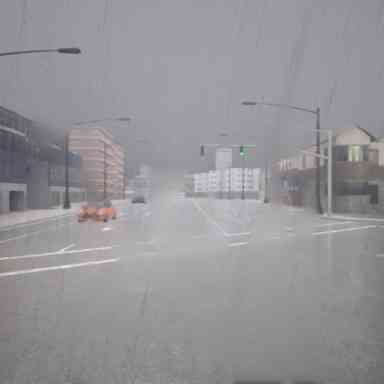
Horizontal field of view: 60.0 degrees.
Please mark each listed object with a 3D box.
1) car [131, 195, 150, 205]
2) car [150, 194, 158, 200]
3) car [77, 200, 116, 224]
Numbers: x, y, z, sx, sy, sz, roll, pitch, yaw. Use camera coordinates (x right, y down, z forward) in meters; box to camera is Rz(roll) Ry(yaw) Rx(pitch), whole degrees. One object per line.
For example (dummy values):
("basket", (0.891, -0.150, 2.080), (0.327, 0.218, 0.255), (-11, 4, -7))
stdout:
("car", (-8.098, 1.239, 51.318), (1.994, 1.385, 4.181), (0, 1, -2))
("car", (-8.981, 1.156, 77.798), (1.837, 1.490, 4.892), (0, -1, -2))
("car", (-7.247, 1.411, 25.648), (2.097, 1.767, 4.553), (0, 0, -2))
